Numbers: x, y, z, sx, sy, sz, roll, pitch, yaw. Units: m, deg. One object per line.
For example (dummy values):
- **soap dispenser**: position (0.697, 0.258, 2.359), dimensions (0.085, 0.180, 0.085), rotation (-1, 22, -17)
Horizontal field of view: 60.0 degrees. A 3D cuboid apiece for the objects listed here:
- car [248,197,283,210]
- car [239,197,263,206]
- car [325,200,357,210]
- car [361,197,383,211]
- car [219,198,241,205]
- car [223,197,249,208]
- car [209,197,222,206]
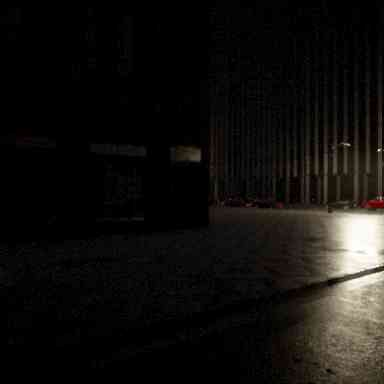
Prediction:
- **car**: position (10.435, 1.722, 45.759), dimensions (1.887, 1.381, 4.507), rotation (0, 0, -36)
- **car**: position (10.625, 1.652, 59.877), dimensions (1.967, 1.590, 4.097), rotation (0, 0, -36)
- **car**: position (20.659, 1.788, 46.255), dimensions (1.947, 1.339, 4.313), rotation (0, 0, -36)
- **car**: position (24.006, 1.541, 41.714), dimensions (2.192, 1.841, 5.009), rotation (0, 0, -36)
- **car**: position (7.278, 1.789, 64.418), dimensions (1.802, 1.307, 4.206), rotation (0, 0, -36)
- **car**: position (7.090, 1.756, 50.299), dimensions (1.802, 1.307, 4.206), rotation (0, 0, -36)
- **car**: position (3.746, 1.610, 54.840), dimensions (1.967, 1.590, 4.097), rotation (0, 0, -36)
